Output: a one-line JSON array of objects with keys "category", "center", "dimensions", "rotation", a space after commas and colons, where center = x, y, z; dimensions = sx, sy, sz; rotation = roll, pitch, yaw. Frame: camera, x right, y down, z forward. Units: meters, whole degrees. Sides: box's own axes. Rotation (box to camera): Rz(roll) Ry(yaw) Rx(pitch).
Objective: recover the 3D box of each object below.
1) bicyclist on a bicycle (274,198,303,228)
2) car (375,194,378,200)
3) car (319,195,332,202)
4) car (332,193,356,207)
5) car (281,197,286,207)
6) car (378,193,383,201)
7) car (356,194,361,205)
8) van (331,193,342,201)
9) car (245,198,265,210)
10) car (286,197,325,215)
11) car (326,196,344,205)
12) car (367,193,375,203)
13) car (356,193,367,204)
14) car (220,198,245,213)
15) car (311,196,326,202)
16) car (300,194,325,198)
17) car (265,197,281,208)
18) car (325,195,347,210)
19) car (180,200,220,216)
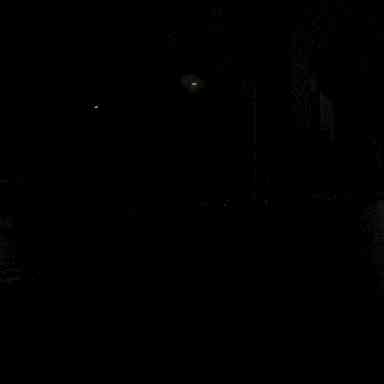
[{"category": "bicyclist on a bicycle", "center": [5.304, 1.177, 18.392], "dimensions": [1.656, 1.620, 0.582], "rotation": [-1, 0, 35]}, {"category": "car", "center": [36.552, 1.303, 68.717], "dimensions": [1.752, 1.417, 4.829], "rotation": [-1, 0, 35]}, {"category": "car", "center": [29.453, 1.427, 73.439], "dimensions": [1.802, 1.307, 4.206], "rotation": [0, 0, 35]}, {"category": "car", "center": [20.403, 1.137, 45.400], "dimensions": [2.192, 1.841, 5.009], "rotation": [0, 0, 35]}, {"category": "car", "center": [13.399, 1.455, 50.258], "dimensions": [1.947, 1.339, 4.313], "rotation": [0, 0, 35]}, {"category": "car", "center": [42.875, 1.359, 77.848], "dimensions": [1.802, 1.307, 4.206], "rotation": [-1, 0, 35]}, {"category": "car", "center": [23.614, 1.378, 50.034], "dimensions": [1.947, 1.339, 4.313], "rotation": [0, 0, 35]}, {"category": "van", "center": [35.872, 1.186, 82.713], "dimensions": [1.690, 1.788, 3.998], "rotation": [-1, 0, 35]}, {"category": "car", "center": [6.978, 1.494, 40.985], "dimensions": [1.802, 1.307, 4.206], "rotation": [0, 0, 35]}, {"category": "car", "center": [10.773, 1.424, 31.491], "dimensions": [1.947, 1.339, 4.313], "rotation": [0, 0, 35]}, {"category": "car", "center": [23.194, 1.354, 53.943], "dimensions": [1.812, 1.442, 4.674], "rotation": [-1, 0, 35]}, {"category": "car", "center": [33.244, 1.100, 63.943], "dimensions": [2.192, 1.841, 5.009], "rotation": [0, 0, 35]}, {"category": "car", "center": [26.823, 1.118, 54.671], "dimensions": [2.192, 1.841, 5.009], "rotation": [0, 0, 35]}, {"category": "car", "center": [3.766, 1.366, 36.348], "dimensions": [1.967, 1.590, 4.097], "rotation": [0, 0, 35]}, {"category": "car", "center": [26.243, 1.418, 68.804], "dimensions": [1.947, 1.339, 4.313], "rotation": [0, 0, 35]}, {"category": "car", "center": [14.546, 1.346, 41.451], "dimensions": [2.128, 1.511, 4.902], "rotation": [-1, 0, 35]}, {"category": "car", "center": [10.092, 1.426, 45.481], "dimensions": [1.752, 1.417, 4.829], "rotation": [0, 0, 35]}, {"category": "car", "center": [17.193, 1.377, 40.763], "dimensions": [1.887, 1.381, 4.507], "rotation": [0, 0, 35]}, {"category": "car", "center": [0.557, 1.524, 31.713], "dimensions": [1.802, 1.307, 4.206], "rotation": [0, 0, 35]}]
